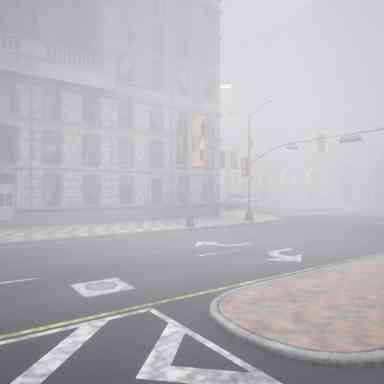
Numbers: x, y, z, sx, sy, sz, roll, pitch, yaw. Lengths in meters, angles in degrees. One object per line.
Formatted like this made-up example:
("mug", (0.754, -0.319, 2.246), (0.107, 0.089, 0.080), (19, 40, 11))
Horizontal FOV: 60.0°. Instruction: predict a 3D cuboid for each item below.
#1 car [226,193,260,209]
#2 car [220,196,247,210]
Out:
("car", (6.866, 1.221, 46.370), (2.150, 2.045, 5.566), (0, 0, -37))
("car", (4.695, 1.564, 43.405), (1.994, 1.385, 4.181), (0, 0, -36))
